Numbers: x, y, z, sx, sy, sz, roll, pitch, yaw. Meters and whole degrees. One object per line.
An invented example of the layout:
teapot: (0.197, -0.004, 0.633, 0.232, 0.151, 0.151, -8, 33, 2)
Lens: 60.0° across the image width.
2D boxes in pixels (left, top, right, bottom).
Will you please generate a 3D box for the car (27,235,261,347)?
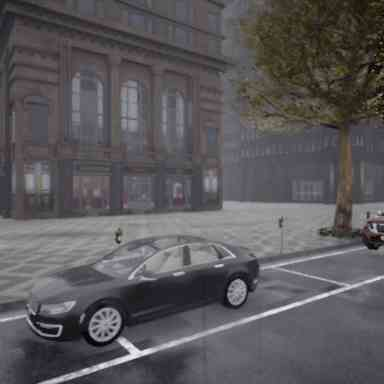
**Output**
car: (-0.630, 1.536, 6.200, 4.403, 1.369, 2.008, 0, 0, -35)

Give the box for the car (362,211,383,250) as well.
car: (8.613, 1.246, 12.792, 5.009, 1.841, 2.192, 0, 0, -35)
